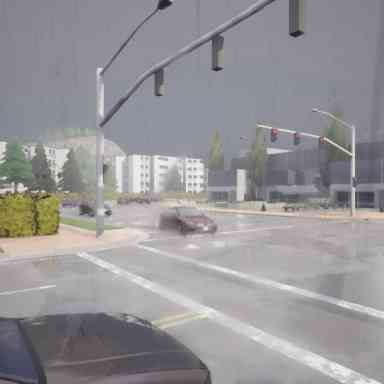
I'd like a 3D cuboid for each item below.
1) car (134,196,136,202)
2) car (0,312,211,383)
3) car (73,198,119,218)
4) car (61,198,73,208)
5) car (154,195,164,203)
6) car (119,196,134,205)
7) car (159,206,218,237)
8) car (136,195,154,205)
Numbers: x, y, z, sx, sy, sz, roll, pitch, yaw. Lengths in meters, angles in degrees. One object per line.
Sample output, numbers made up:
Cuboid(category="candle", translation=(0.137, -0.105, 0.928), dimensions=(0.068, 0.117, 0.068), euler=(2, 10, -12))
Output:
Cuboid(category="car", translation=(-11.385, 1.489, 68.881), dimensions=(1.882, 1.535, 5.008), euler=(0, 0, 14))
Cuboid(category="car", translation=(-2.368, 1.547, 2.075), dimensions=(5.357, 1.411, 2.033), euler=(0, 0, -35))
Cuboid(category="car", translation=(-8.951, 1.496, 30.604), dimensions=(2.128, 1.511, 4.902), euler=(0, 0, -35))
Cuboid(category="car", translation=(-17.740, 1.553, 48.323), dimensions=(2.033, 1.411, 5.357), euler=(0, 0, -14))
Cuboid(category="car", translation=(-7.542, 1.368, 70.930), dimensions=(2.097, 1.767, 4.553), euler=(0, 0, 17))
Cuboid(category="car", translation=(-12.066, 1.501, 58.848), dimensions=(2.128, 1.511, 4.902), euler=(0, 0, -4))
Cuboid(category="car", translation=(-0.355, 1.529, 18.299), dimensions=(1.812, 1.442, 4.674), euler=(0, 0, -27))
Cuboid(category="car", translation=(-8.636, 1.516, 61.164), dimensions=(1.837, 1.490, 4.892), euler=(0, 0, -1))
